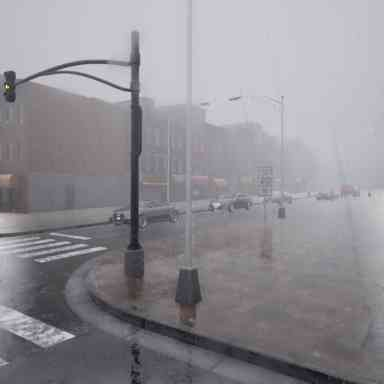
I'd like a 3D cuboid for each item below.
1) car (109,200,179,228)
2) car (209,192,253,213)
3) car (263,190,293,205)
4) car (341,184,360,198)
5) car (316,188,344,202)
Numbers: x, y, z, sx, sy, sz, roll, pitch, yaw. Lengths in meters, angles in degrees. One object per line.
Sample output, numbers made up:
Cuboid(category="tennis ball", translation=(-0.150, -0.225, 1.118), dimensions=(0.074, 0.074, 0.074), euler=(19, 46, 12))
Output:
Cuboid(category="car", translation=(-2.614, 1.128, 18.738), dimensions=(1.994, 1.385, 4.181), euler=(0, 2, 36))
Cuboid(category="car", translation=(3.220, 0.795, 26.917), dimensions=(2.128, 1.511, 4.902), euler=(0, 2, 35))
Cuboid(category="car", translation=(9.189, 0.573, 35.275), dimensions=(1.812, 1.442, 4.674), euler=(0, 2, 36))
Cuboid(category="car", translation=(24.666, -0.222, 51.873), dimensions=(2.150, 2.045, 5.566), euler=(0, 2, 35))
Cuboid(category="car", translation=(16.730, 0.459, 40.771), dimensions=(1.895, 1.301, 4.718), euler=(0, 2, 36))
